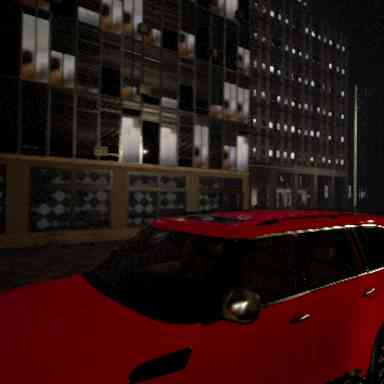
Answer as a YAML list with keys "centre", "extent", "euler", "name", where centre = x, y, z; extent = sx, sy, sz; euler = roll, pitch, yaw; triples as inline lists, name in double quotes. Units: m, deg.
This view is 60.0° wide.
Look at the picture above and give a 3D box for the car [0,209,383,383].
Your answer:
- centre: [0.364, 1.250, 3.638]
  extent: [5.566, 2.045, 2.150]
  euler: [1, -1, -35]
  name: "car"
